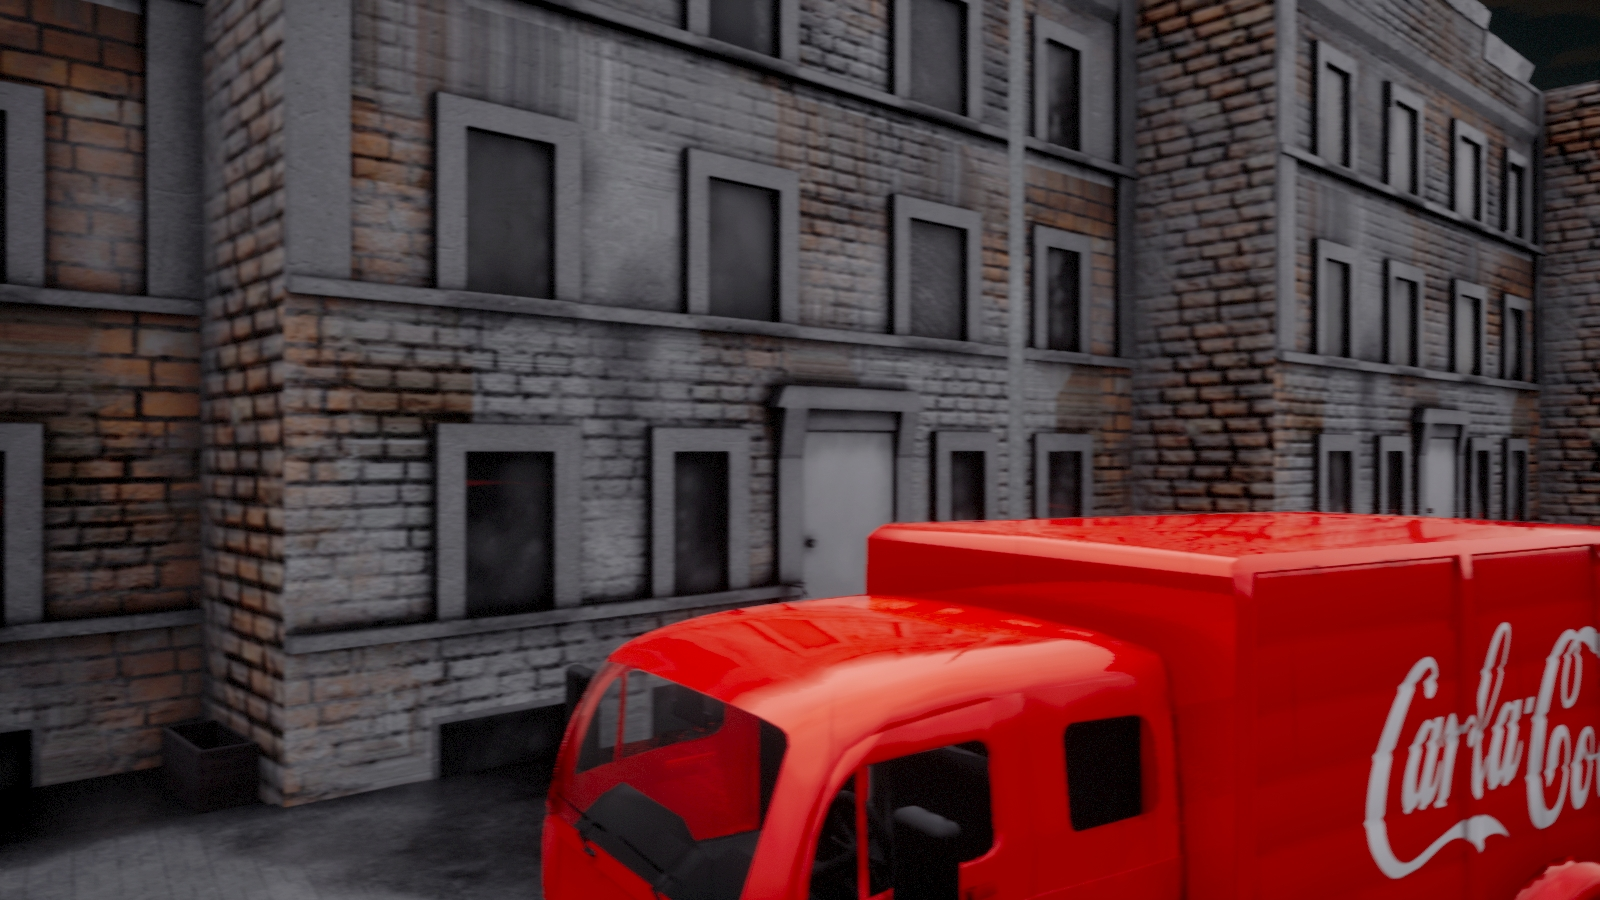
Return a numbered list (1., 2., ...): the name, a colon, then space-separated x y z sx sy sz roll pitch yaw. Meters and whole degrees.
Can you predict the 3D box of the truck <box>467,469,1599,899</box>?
1. truck: 1.526 1.349 5.019 5.204 2.467 2.627 0 0 -33
